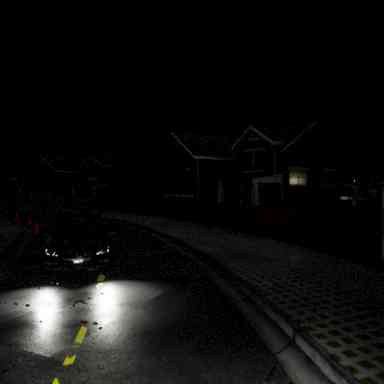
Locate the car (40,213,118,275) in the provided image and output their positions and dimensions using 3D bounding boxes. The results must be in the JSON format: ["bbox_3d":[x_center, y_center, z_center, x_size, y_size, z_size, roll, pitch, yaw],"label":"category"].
[{"bbox_3d":[-3.581,1.498,10.697,1.837,1.490,4.892,0,0,-17],"label":"car"}]

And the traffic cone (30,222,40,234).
[{"bbox_3d":[-8.351,1.932,17.891,0.340,0.580,0.340,0,0,-21],"label":"traffic cone"}]

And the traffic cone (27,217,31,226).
[{"bbox_3d":[-10.709,1.916,21.974,0.340,0.580,0.340,0,0,-34],"label":"traffic cone"}]

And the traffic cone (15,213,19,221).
[{"bbox_3d":[-13.552,1.898,25.731,0.340,0.580,0.340,0,0,-40],"label":"traffic cone"}]

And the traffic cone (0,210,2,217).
[{"bbox_3d":[-16.809,1.881,29.136,0.340,0.580,0.340,0,0,43],"label":"traffic cone"}]
